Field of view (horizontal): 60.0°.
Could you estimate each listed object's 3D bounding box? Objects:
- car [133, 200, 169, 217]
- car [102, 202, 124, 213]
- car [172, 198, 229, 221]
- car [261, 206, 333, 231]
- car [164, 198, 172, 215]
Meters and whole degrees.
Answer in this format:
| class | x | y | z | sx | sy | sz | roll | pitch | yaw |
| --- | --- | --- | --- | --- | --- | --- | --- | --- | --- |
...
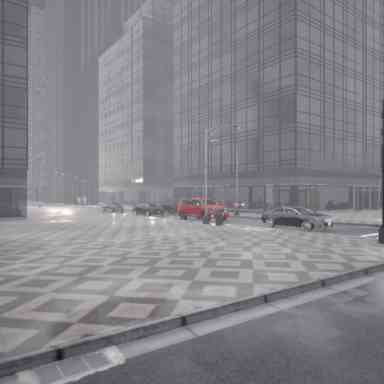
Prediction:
| class | x | y | z | sx | sy | sz | roll | pitch | yaw |
| --- | --- | --- | --- | --- | --- | --- | --- | --- | --- |
| car | -5.087 | 1.980 | 38.311 | 1.882 | 1.535 | 5.008 | 0 | -1 | -36 |
| car | -11.172 | 2.170 | 46.778 | 1.837 | 1.490 | 4.892 | 0 | -1 | -35 |
| car | 0.884 | 1.568 | 30.058 | 2.150 | 2.045 | 5.566 | 0 | -1 | -37 |
| car | 6.793 | 1.683 | 21.924 | 2.128 | 1.511 | 4.902 | 0 | -1 | -36 |
| car | -2.345 | 1.720 | 39.968 | 2.150 | 2.045 | 5.566 | 0 | -1 | -36 |
